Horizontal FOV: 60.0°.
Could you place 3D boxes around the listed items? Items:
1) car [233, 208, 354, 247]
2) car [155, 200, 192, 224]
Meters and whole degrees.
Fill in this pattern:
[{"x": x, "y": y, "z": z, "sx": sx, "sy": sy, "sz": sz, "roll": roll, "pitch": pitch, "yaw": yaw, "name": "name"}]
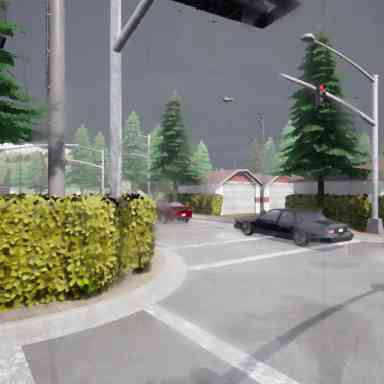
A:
[{"x": 4.239, "y": 1.422, "z": 14.771, "sx": 2.033, "sy": 1.411, "sz": 5.357, "roll": 0, "pitch": 2, "yaw": -35, "name": "car"}, {"x": -1.956, "y": 1.306, "z": 23.366, "sx": 1.882, "sy": 1.535, "sz": 5.008, "roll": -1, "pitch": 1, "yaw": -35, "name": "car"}]
